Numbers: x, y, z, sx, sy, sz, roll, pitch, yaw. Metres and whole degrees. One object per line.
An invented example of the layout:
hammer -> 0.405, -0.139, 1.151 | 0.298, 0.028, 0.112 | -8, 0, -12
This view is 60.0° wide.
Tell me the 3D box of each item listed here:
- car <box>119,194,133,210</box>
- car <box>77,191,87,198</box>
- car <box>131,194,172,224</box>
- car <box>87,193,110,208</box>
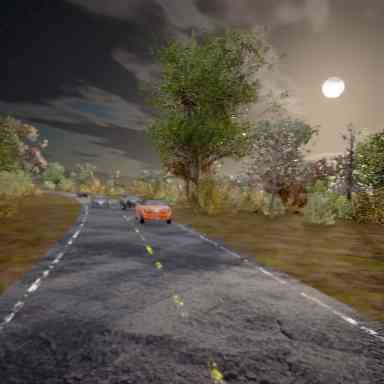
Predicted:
car -> -6.800, 1.002, 36.777 | 2.097, 1.767, 4.553 | 3, 0, -18
car -> -22.607, 0.456, 68.589 | 2.033, 1.411, 5.357 | 2, 0, -25
car -> -2.845, 1.197, 23.675 | 2.097, 1.767, 4.553 | 3, 0, -16
car -> -10.580, 0.973, 38.189 | 2.128, 1.511, 4.902 | 3, 0, -19
